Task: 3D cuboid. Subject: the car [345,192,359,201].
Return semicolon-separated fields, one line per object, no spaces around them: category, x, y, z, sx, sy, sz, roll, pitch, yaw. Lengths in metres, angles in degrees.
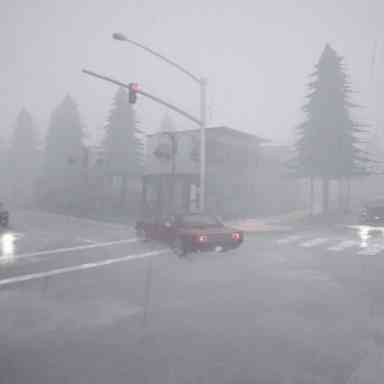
car;27.459;0.703;55.381;2.097;1.767;4.553;1;1;-3

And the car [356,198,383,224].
car;11.974;1.317;21.021;1.994;1.385;4.181;2;1;36

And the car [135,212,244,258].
car;-0.365;1.351;11.883;1.895;1.301;4.718;0;1;-32

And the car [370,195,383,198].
car;16.659;1.190;28.559;1.837;1.490;4.892;1;1;27

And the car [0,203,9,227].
car;-11.133;0.964;17.206;5.008;1.535;1.882;2;1;43

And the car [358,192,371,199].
car;20.692;1.049;37.998;1.882;1.535;5.008;1;1;19
